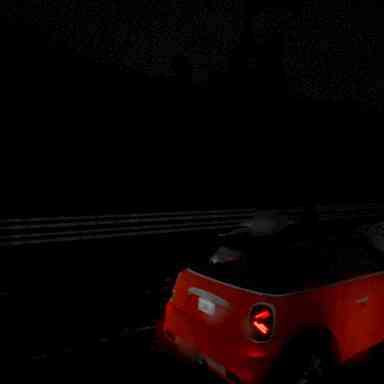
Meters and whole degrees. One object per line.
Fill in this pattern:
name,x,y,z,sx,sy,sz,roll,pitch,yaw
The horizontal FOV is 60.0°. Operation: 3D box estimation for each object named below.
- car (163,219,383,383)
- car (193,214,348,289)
car,1.900,1.351,5.100,4.553,1.767,2.097,0,0,-35
car,2.447,1.525,9.788,4.674,1.442,1.812,0,0,-35
